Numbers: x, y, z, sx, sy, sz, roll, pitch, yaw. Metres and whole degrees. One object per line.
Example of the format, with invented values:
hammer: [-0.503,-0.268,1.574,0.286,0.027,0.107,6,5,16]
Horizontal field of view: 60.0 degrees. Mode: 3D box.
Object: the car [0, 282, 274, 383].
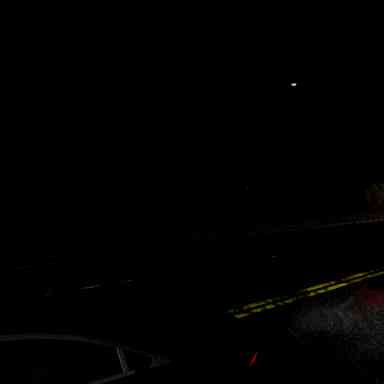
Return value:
car: [-1.448,1.492,2.430,4.902,1.511,2.128,0,0,-36]
